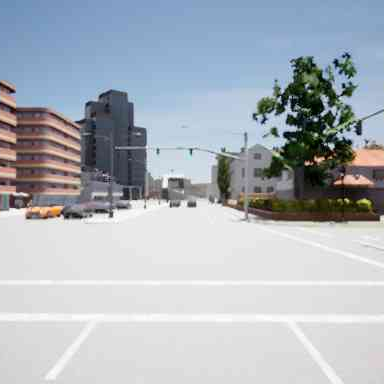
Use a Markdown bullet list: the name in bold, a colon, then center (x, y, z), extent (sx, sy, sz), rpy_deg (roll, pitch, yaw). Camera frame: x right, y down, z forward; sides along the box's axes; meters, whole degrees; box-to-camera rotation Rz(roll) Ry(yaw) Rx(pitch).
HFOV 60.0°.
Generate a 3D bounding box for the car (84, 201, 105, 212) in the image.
- **car**: center (-15.085, 2.209, 51.522), extent (1.812, 1.442, 4.674), rpy_deg (0, -1, 0)

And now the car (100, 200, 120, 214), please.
- **car**: center (-11.592, 2.139, 44.618), extent (2.033, 1.411, 5.357), rpy_deg (0, -1, 0)

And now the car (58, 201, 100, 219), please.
- **car**: center (-11.595, 2.006, 34.546), extent (2.033, 1.411, 5.357), rpy_deg (0, -1, 0)

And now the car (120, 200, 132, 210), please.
- **car**: center (-11.564, 2.303, 57.033), extent (2.033, 1.411, 5.357), rpy_deg (0, -1, 0)

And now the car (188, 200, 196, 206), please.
- **car**: center (-0.002, 2.527, 76.114), extent (1.994, 1.385, 4.181), rpy_deg (0, -1, 0)

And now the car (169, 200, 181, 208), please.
- **car**: center (-3.502, 2.361, 65.699), extent (2.128, 1.511, 4.902), rpy_deg (0, -1, 0)

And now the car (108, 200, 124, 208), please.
- **car**: center (-15.002, 2.372, 66.180), extent (2.128, 1.511, 4.902), rpy_deg (0, -1, 0)

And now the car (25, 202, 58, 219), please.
- **car**: center (-15.094, 1.804, 34.005), extent (2.097, 1.767, 4.553), rpy_deg (0, -1, 0)

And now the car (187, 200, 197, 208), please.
- **car**: center (-0.002, 2.347, 65.699), extent (1.882, 1.535, 5.008), rpy_deg (0, -1, 0)

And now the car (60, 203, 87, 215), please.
- **car**: center (-15.096, 2.128, 42.634), extent (1.994, 1.385, 4.181), rpy_deg (0, -1, 0)

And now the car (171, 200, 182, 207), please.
- **car**: center (-3.502, 2.500, 76.115), extent (2.128, 1.511, 4.902), rpy_deg (0, -1, 0)
